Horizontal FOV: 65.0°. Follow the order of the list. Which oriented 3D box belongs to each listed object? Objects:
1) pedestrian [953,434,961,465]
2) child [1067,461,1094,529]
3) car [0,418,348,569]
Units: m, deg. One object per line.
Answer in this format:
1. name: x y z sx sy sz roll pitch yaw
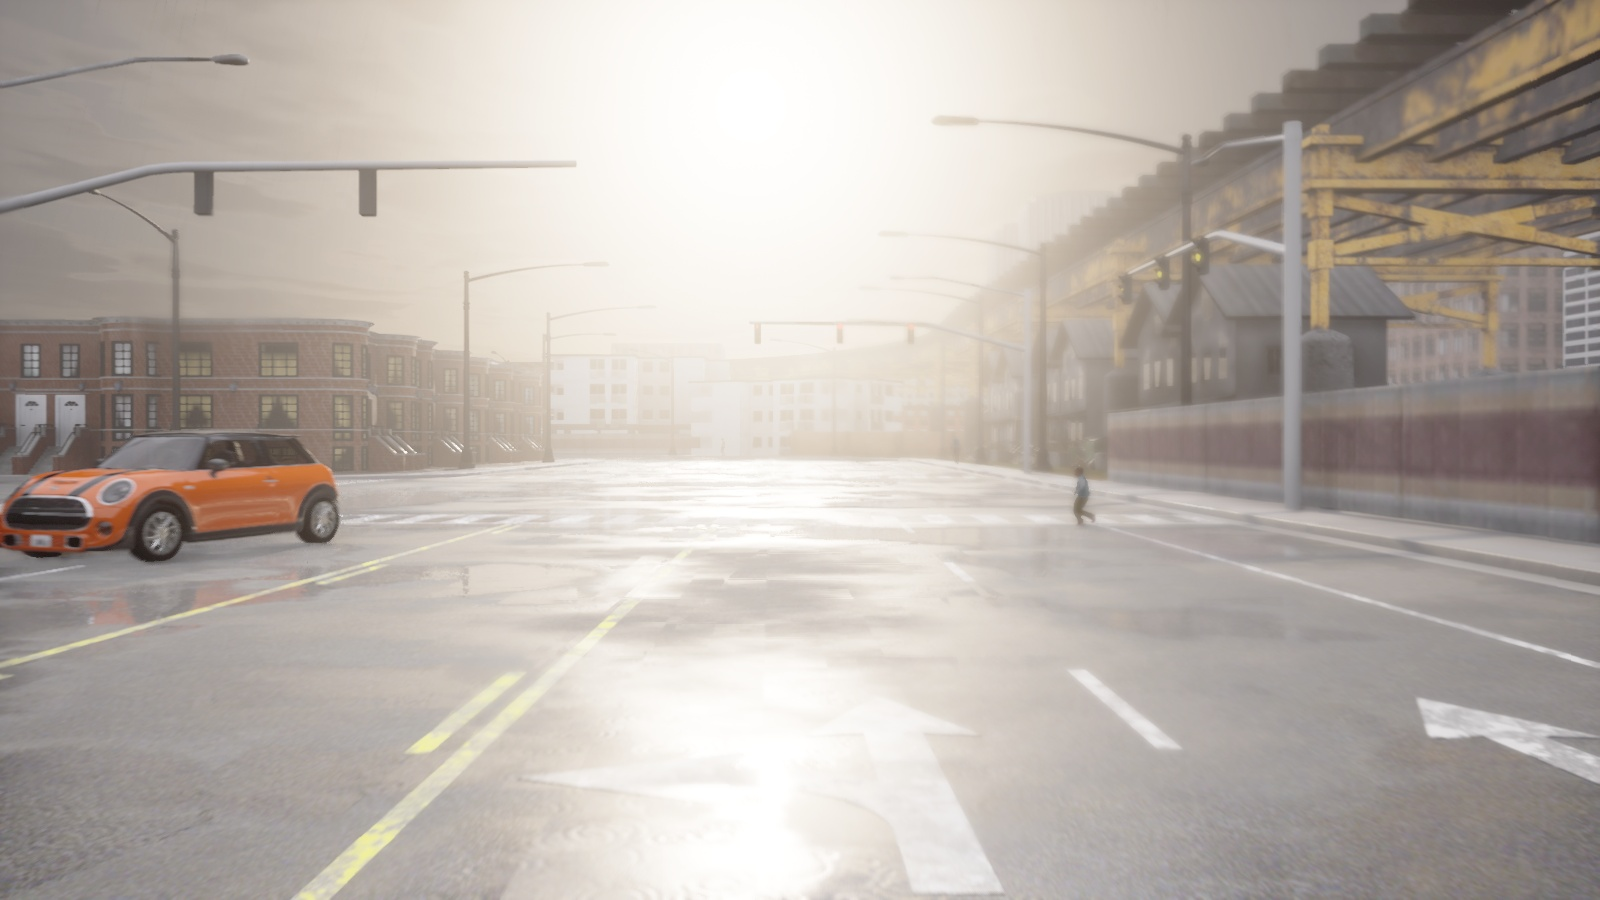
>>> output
1. pedestrian: 9.576 -0.030 76.529 0.396 1.930 0.692 0 0 -3
2. child: 5.011 0.800 22.418 0.448 1.192 0.343 0 0 9
3. car: -8.572 0.499 17.217 2.097 1.767 4.553 0 0 18
